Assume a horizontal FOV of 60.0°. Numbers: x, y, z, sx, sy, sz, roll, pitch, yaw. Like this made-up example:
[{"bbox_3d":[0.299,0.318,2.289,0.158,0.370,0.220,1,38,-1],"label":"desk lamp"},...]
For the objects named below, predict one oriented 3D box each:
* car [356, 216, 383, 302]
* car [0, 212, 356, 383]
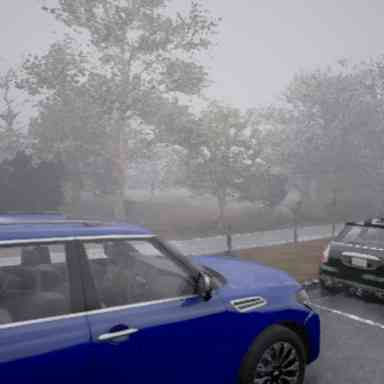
[{"bbox_3d":[5.043,1.372,7.651,4.553,1.767,2.185,0,0,-33],"label":"car"},{"bbox_3d":[-1.188,1.230,3.206,5.566,2.045,2.435,0,0,-33],"label":"car"}]
